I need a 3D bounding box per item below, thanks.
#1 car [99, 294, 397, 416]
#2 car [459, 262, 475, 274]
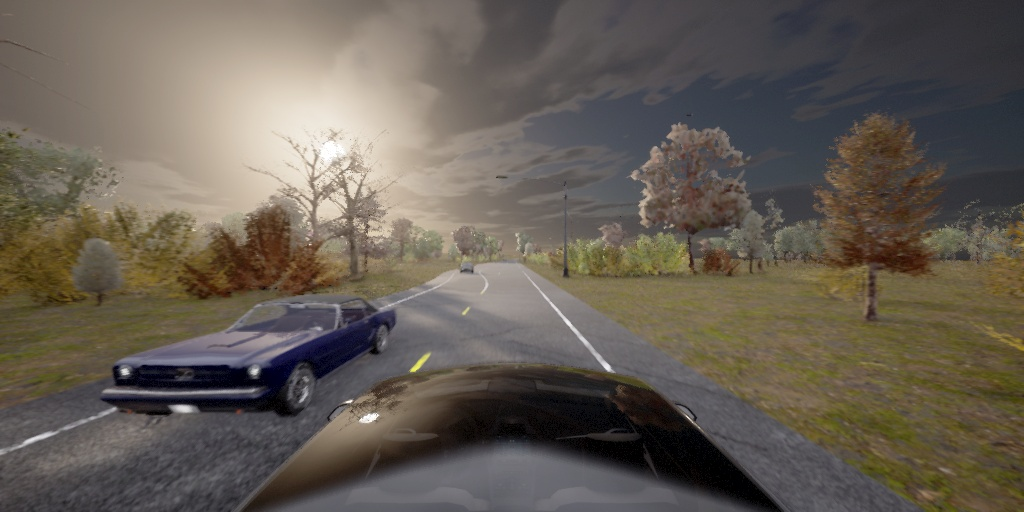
[{"bbox_3d":[-3.601,1.391,6.144,1.895,1.301,4.718,0,-1,0],"label":"car"},{"bbox_3d":[-6.042,1.627,48.343,1.837,1.490,4.892,0,0,-6],"label":"car"}]
